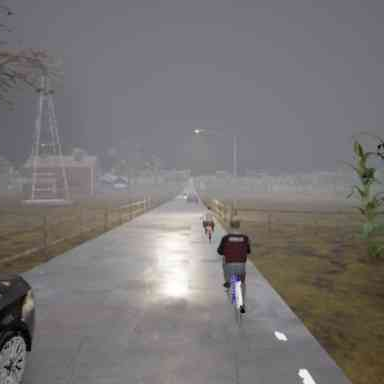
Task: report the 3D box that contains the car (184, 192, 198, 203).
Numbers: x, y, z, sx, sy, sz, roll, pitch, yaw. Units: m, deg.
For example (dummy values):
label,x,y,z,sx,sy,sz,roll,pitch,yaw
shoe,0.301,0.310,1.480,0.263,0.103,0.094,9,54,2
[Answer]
label,x,y,z,sx,sy,sz,roll,pitch,yaw
car,0.103,1.192,59.478,2.128,1.511,4.902,0,0,0

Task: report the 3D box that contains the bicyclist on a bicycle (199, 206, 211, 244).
label,x,y,z,sx,sy,sz,roll,pitch,yaw
bicyclist on a bicycle,0.751,1.395,14.673,0.866,1.612,1.509,0,0,0

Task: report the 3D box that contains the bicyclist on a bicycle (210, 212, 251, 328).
label,x,y,z,sx,sy,sz,roll,pitch,yaw
bicyclist on a bicycle,0.756,1.354,6.055,0.659,1.776,1.843,0,0,0

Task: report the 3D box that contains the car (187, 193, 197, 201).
label,x,y,z,sx,sy,sz,roll,pitch,yaw
car,0.007,1.059,74.015,2.128,1.511,4.902,0,1,0

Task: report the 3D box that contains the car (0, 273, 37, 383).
label,x,y,z,sx,sy,sz,roll,pitch,yaw
car,-2.850,1.485,2.203,2.128,1.511,4.902,0,0,0
